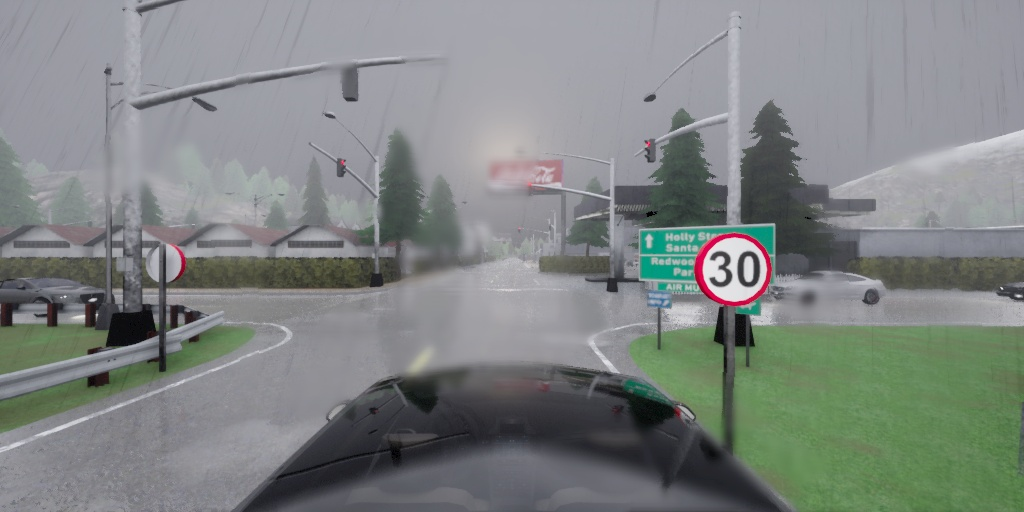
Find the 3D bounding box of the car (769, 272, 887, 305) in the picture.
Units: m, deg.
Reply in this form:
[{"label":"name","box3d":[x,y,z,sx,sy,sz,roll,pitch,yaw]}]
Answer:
[{"label":"car","box3d":[14.854,1.467,16.948,4.674,1.442,1.812,0,0,0]}]

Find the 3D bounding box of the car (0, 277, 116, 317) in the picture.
[{"label":"car","box3d":[-18.055,1.505,13.768,4.181,1.385,1.994,0,0,1]}]

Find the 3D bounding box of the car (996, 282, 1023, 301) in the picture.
[{"label":"car","box3d":[26.451,1.488,16.793,5.357,1.411,2.033,0,0,1]}]
